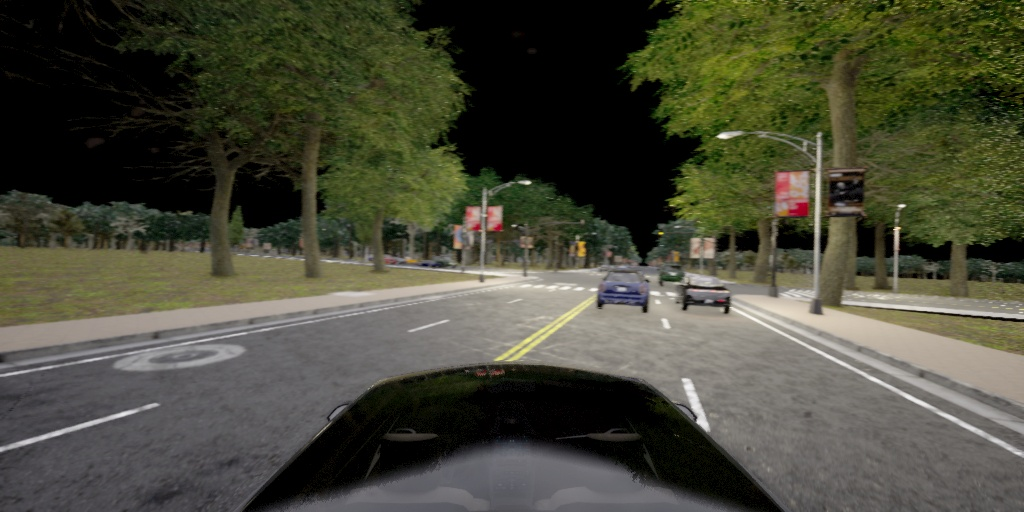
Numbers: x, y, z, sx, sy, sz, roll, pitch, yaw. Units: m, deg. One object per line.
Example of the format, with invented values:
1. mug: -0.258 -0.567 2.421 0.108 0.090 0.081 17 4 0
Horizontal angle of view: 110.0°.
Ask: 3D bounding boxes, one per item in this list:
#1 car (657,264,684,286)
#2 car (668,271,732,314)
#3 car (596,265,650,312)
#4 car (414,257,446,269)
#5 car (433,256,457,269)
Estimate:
1. car: 15.299 1.819 34.523 2.150 2.045 5.566 2 0 20
2. car: 8.665 1.661 16.560 2.128 1.511 4.902 2 -1 20
3. car: 5.187 1.415 16.519 2.097 1.767 4.553 2 -1 20
4. car: -13.483 1.368 58.647 4.718 1.301 1.895 2 -1 44
5. car: -11.668 1.072 61.439 5.566 2.045 2.150 1 -1 44
